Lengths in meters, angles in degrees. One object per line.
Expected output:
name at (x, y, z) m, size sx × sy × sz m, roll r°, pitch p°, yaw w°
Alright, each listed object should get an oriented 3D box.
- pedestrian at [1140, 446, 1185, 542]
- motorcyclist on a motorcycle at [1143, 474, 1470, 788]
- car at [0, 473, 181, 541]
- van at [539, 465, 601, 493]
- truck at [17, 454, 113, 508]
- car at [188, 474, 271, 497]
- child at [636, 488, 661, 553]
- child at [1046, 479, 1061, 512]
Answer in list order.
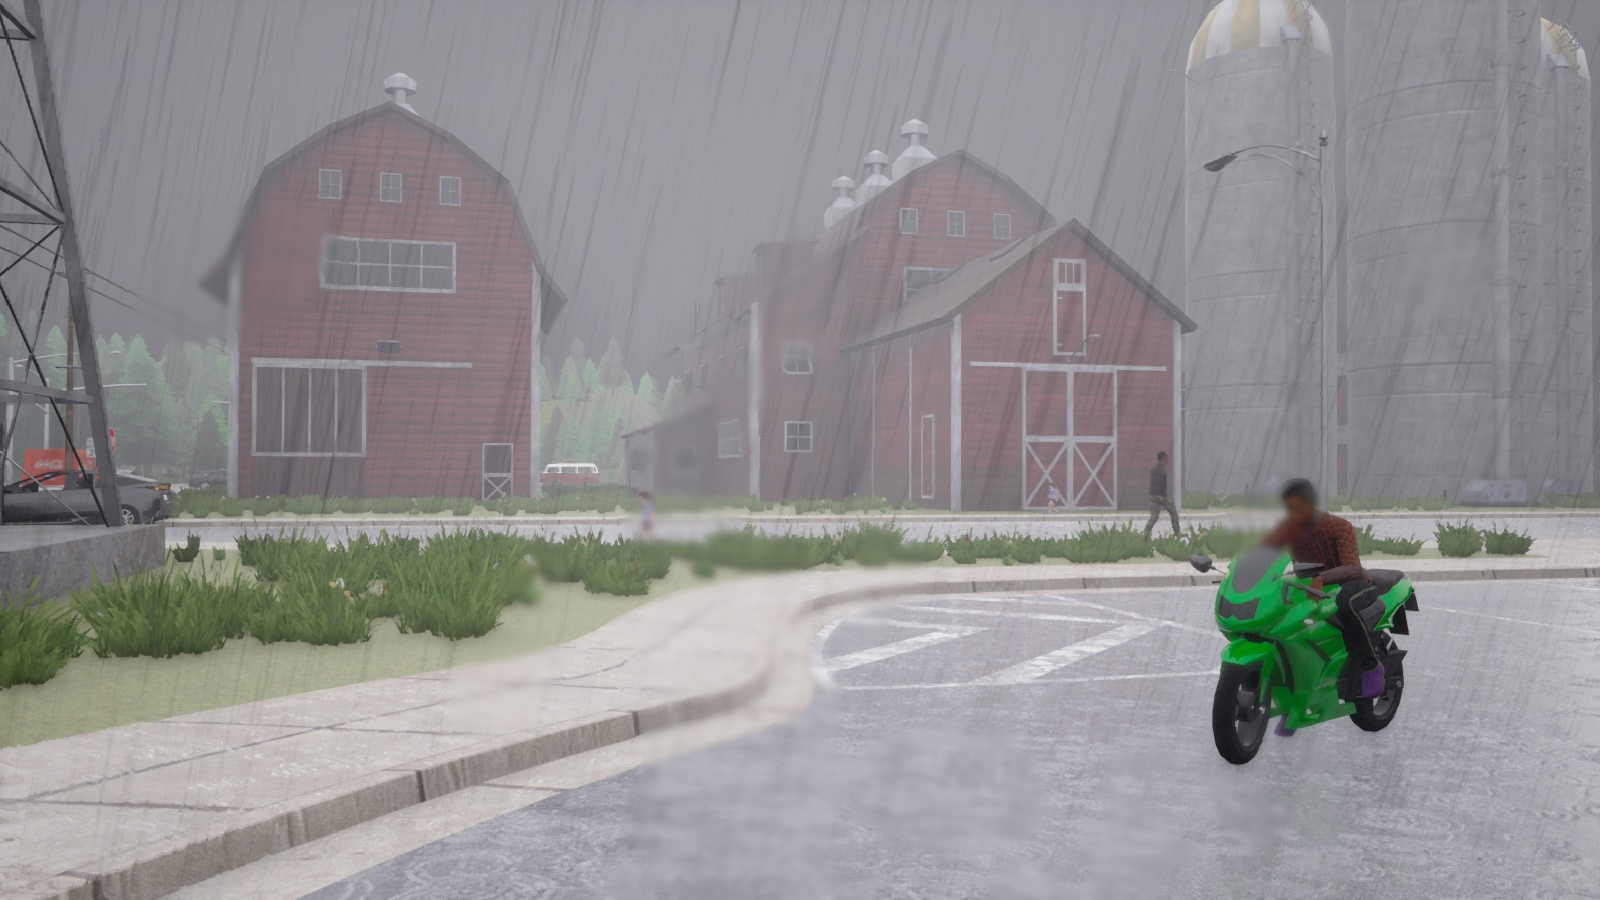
pedestrian at (7.061, 0.852, 24.486) m, size 0.703 × 1.840 × 0.431 m, roll 0°, pitch -1°, yaw -14°
motorcyclist on a motorcycle at (2.901, 0.904, 7.094) m, size 2.044 × 1.523 × 0.797 m, roll 1°, pitch -1°, yaw -39°
car at (-17.472, 1.334, 29.985) m, size 4.514 × 1.525 × 2.007 m, roll 0°, pitch -1°, yaw -15°
van at (-17.421, 2.174, 95.091) m, size 4.480 × 2.038 × 2.069 m, roll 0°, pitch -1°, yaw -15°
truck at (-35.317, 1.483, 60.529) m, size 2.627 × 2.467 × 5.204 m, roll 0°, pitch -1°, yaw -14°
car at (-38.900, 2.389, 85.722) m, size 4.892 × 1.490 × 1.837 m, roll 0°, pitch -1°, yaw -15°
child at (-2.650, 1.228, 21.937) m, size 0.394 × 1.110 × 0.255 m, roll 0°, pitch -1°, yaw 4°
child at (8.474, 1.520, 42.014) m, size 0.394 × 1.110 × 0.255 m, roll 0°, pitch -1°, yaw -16°
